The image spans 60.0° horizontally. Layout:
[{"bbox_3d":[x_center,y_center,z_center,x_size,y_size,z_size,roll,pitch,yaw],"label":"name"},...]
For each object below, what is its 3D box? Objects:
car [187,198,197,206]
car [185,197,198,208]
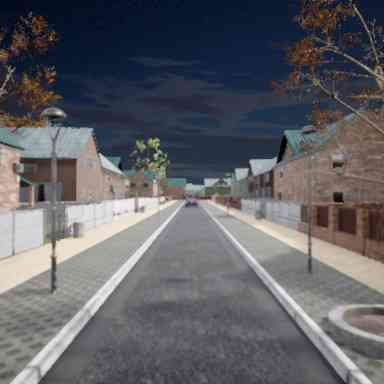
[{"bbox_3d":[-0.047,1.952,65.622,1.994,1.385,4.181,0,0,0],"label":"car"},{"bbox_3d":[-0.040,1.682,55.916,2.097,1.767,4.553,0,0,0],"label":"car"}]
